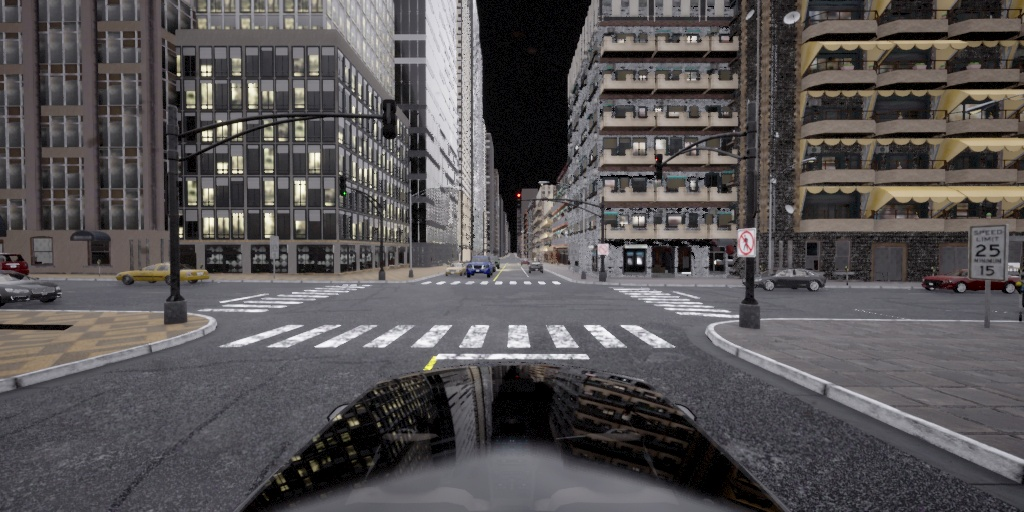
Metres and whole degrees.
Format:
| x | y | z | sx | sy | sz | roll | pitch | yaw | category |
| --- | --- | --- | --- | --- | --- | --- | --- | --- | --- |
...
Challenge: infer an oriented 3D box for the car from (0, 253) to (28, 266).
| x | y | z | sx | sy | sz | roll | pitch | yaw | category |
| --- | --- | --- | --- | --- | --- | --- | --- | --- | --- |
| -33.577 | 0.712 | 22.468 | 5.009 | 1.841 | 2.192 | 0 | 0 | 1 | car |

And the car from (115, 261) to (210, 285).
| x | y | z | sx | sy | sz | roll | pitch | yaw | category |
| --- | --- | --- | --- | --- | --- | --- | --- | --- | --- |
| -21.631 | 1.029 | 22.242 | 4.829 | 1.417 | 1.751 | 0 | 0 | 1 | car |

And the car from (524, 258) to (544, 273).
| x | y | z | sx | sy | sz | roll | pitch | yaw | category |
| --- | --- | --- | --- | --- | --- | --- | --- | --- | --- |
| 2.762 | 1.289 | 42.170 | 2.007 | 1.370 | 4.403 | 0 | 0 | 0 | car |

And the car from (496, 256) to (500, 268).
| x | y | z | sx | sy | sz | roll | pitch | yaw | category |
| --- | --- | --- | --- | --- | --- | --- | --- | --- | --- |
| -2.994 | 0.957 | 55.349 | 2.150 | 2.045 | 5.566 | 0 | 0 | 0 | car |

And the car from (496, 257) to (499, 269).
| x | y | z | sx | sy | sz | roll | pitch | yaw | category |
| --- | --- | --- | --- | --- | --- | --- | --- | --- | --- |
| -3.017 | 1.216 | 44.793 | 1.882 | 1.535 | 5.008 | 0 | 0 | 0 | car |

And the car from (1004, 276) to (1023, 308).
| x | y | z | sx | sy | sz | roll | pitch | yaw | category |
| --- | --- | --- | --- | --- | --- | --- | --- | --- | --- |
| 21.736 | 1.576 | 13.208 | 4.313 | 1.339 | 1.948 | 0 | 0 | 1 | car |

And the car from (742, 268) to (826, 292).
| x | y | z | sx | sy | sz | roll | pitch | yaw | category |
| --- | --- | --- | --- | --- | --- | --- | --- | --- | --- |
| 16.344 | 1.375 | 21.674 | 4.403 | 1.370 | 2.007 | 0 | 0 | 1 | car |

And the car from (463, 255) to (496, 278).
| x | y | z | sx | sy | sz | roll | pitch | yaw | category |
| --- | --- | --- | --- | --- | --- | --- | --- | --- | --- |
| -3.042 | 0.962 | 34.662 | 2.150 | 2.045 | 5.566 | 0 | 0 | 0 | car |

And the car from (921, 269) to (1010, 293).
| x | y | z | sx | sy | sz | roll | pitch | yaw | category |
| --- | --- | --- | --- | --- | --- | --- | --- | --- | --- |
| 27.409 | 1.461 | 21.499 | 4.507 | 1.381 | 1.888 | 0 | 0 | 1 | car |

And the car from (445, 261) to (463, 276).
| x | y | z | sx | sy | sz | roll | pitch | yaw | category |
| --- | --- | --- | --- | --- | --- | --- | --- | --- | --- |
| -5.629 | 1.265 | 36.361 | 1.751 | 1.417 | 4.829 | 0 | 0 | 0 | car |

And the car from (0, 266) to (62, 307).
| x | y | z | sx | sy | sz | roll | pitch | yaw | category |
| --- | --- | --- | --- | --- | --- | --- | --- | --- | --- |
| -20.265 | 1.204 | 13.905 | 4.403 | 1.370 | 2.007 | 0 | 0 | 1 | car |
